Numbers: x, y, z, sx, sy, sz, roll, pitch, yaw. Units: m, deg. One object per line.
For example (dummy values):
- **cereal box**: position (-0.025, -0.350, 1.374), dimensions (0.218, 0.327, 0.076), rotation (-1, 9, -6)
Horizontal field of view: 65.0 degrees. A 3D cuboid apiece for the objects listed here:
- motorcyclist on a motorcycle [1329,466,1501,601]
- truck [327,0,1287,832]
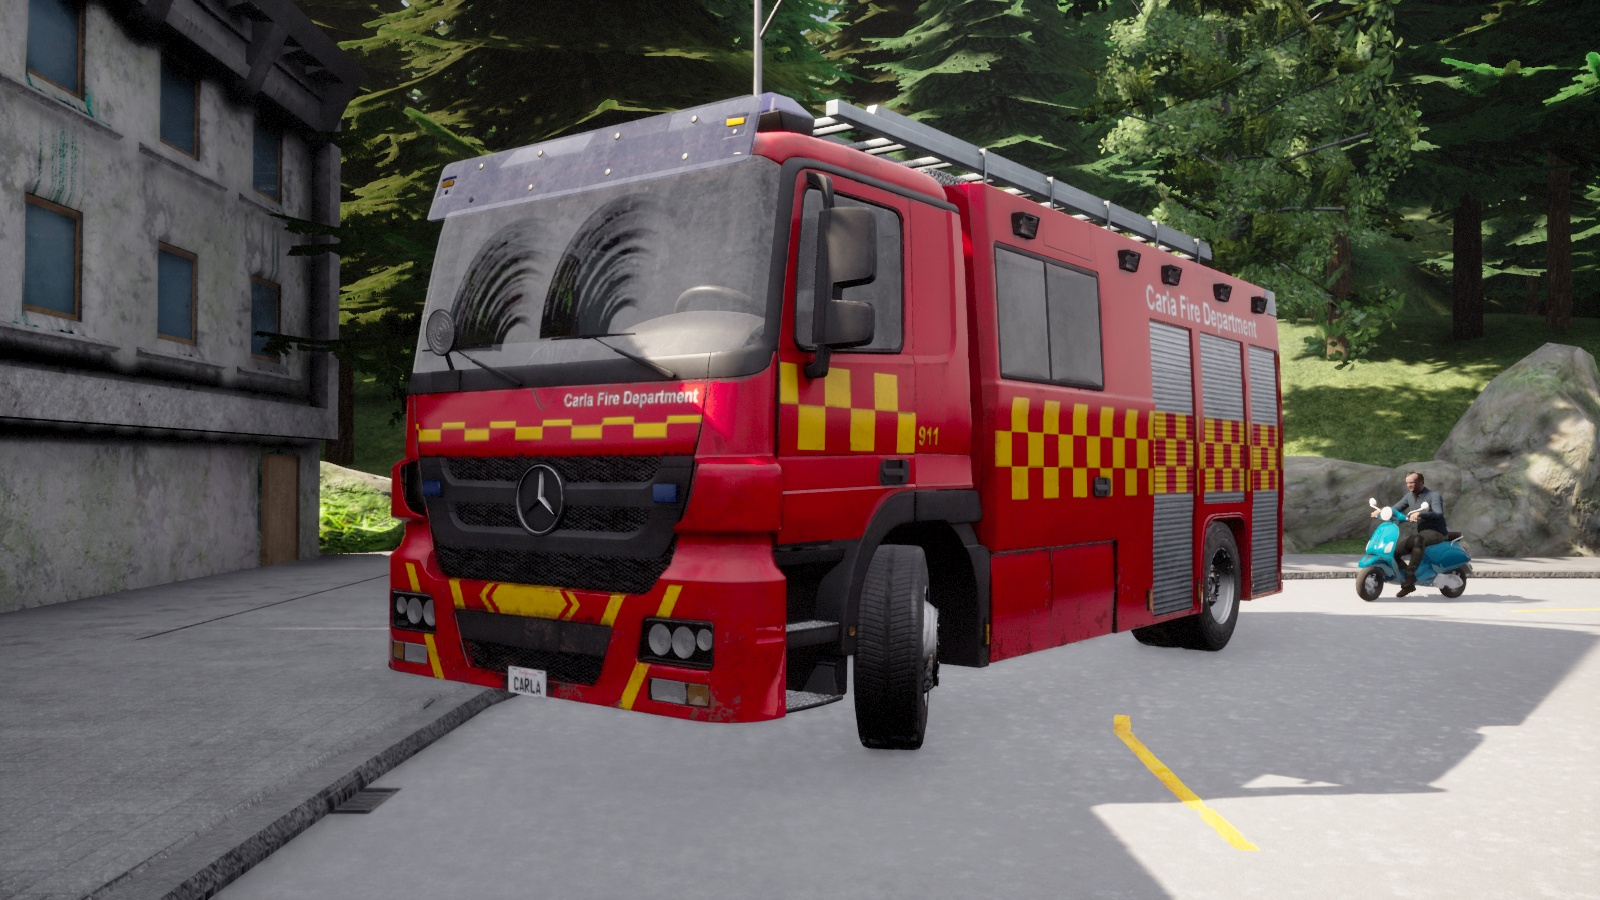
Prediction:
- **motorcyclist on a motorcycle**: position (7.609, 1.000, 15.546), dimensions (1.817, 1.590, 0.866), rotation (0, -1, -19)
- **truck**: position (0.999, -0.189, 9.723), dimensions (2.891, 3.827, 8.468), rotation (-1, -1, 37)
